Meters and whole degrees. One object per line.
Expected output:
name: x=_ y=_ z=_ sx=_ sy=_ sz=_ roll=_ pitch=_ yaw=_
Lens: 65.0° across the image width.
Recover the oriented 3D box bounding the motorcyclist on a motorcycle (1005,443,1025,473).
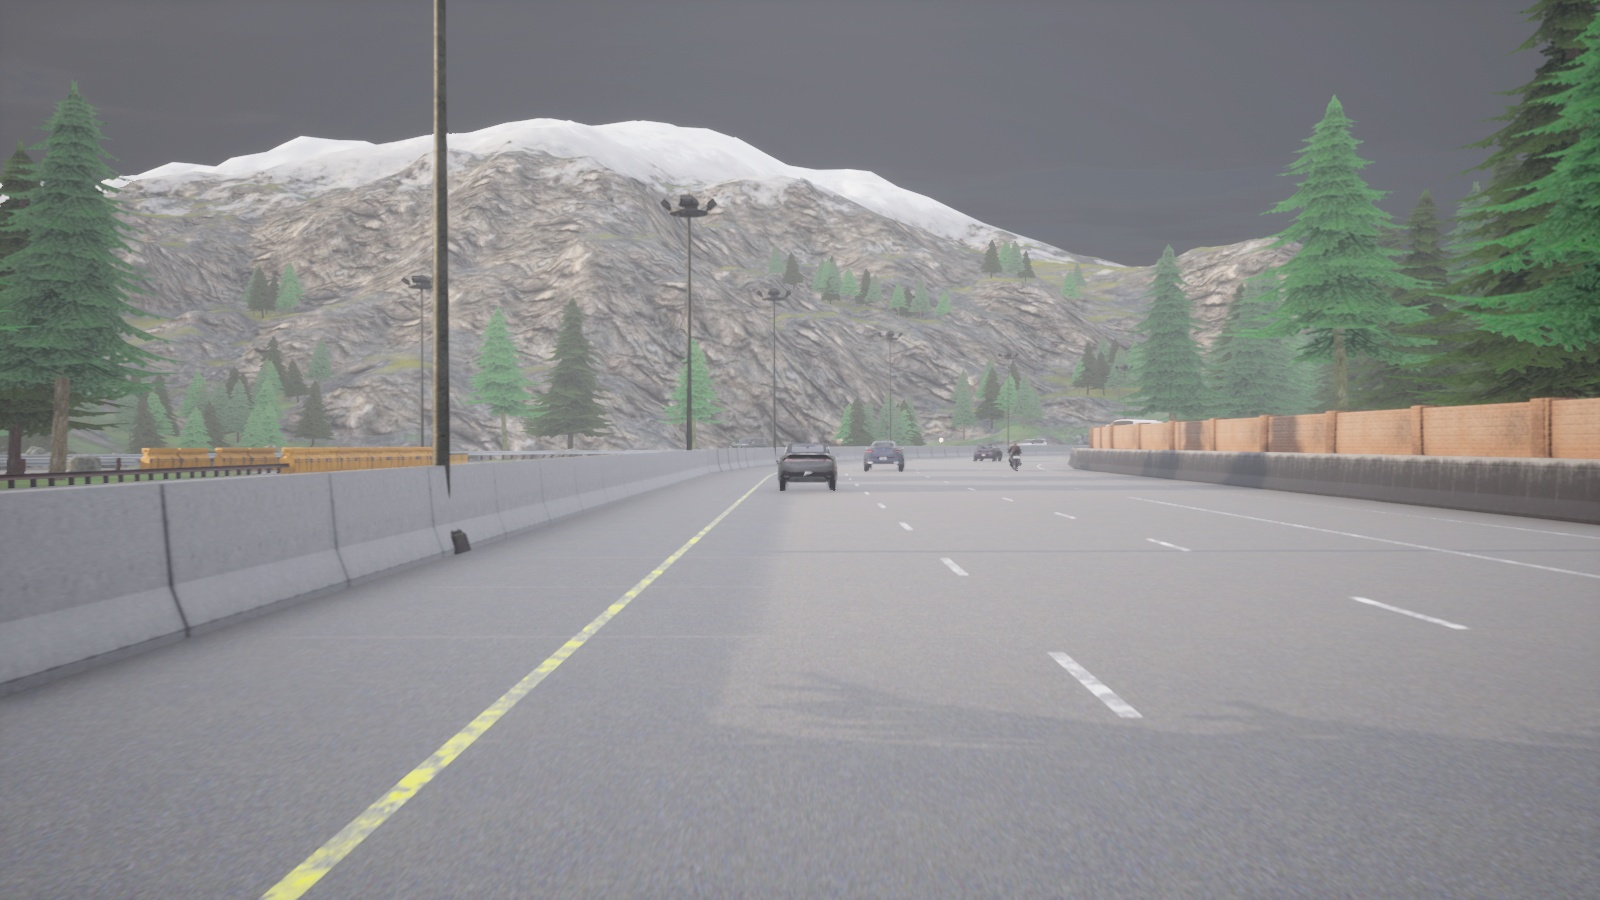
motorcyclist on a motorcycle: x=11.484 y=0.414 z=67.217 sx=0.866 sy=1.530 sz=2.191 roll=1 pitch=0 yaw=6

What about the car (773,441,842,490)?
car: x=0.251 y=0.471 z=41.396 sx=2.128 sy=1.511 sz=4.902 roll=0 pitch=0 yaw=0

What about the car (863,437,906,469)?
car: x=4.678 y=0.143 z=68.921 sx=2.152 sy=1.651 sz=5.027 roll=0 pitch=0 yaw=6
